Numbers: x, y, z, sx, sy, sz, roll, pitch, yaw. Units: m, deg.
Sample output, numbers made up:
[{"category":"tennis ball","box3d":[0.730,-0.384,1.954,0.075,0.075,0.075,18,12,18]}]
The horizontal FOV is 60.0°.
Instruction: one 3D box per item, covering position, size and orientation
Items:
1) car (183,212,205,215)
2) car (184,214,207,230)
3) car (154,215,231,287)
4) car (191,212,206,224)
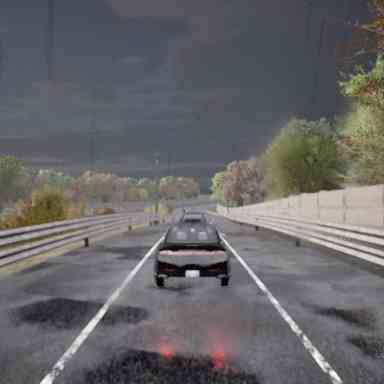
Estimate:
[{"category":"car","box3d":[0.079,2.098,22.052,1.837,1.490,4.892,0,-2,1]},{"category":"car","box3d":[0.334,2.630,30.061,1.895,1.301,4.718,0,-4,1]},{"category":"car","box3d":[0.011,1.642,9.732,2.128,1.511,4.902,0,-2,0]},{"category":"car","box3d":[0.944,3.466,44.854,1.882,1.535,5.008,0,-4,3]}]
